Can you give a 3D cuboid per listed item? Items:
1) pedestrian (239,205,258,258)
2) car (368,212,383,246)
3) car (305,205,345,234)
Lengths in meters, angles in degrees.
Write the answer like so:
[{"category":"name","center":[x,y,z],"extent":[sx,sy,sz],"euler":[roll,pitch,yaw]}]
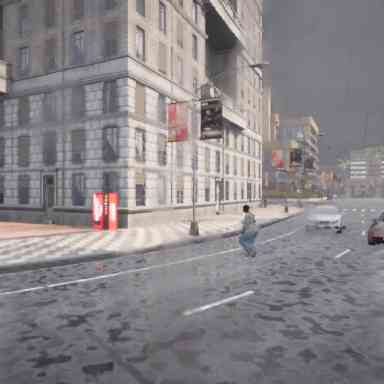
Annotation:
[{"category":"pedestrian","center":[1.911,1.296,11.293],"extent":[0.375,1.860,0.375],"euler":[0,0,42]},{"category":"car","center":[8.890,1.566,14.427],"extent":[1.994,1.385,4.181],"euler":[0,0,32]},{"category":"car","center":[7.929,1.529,19.580],"extent":[1.812,1.442,4.674],"euler":[0,0,29]}]
